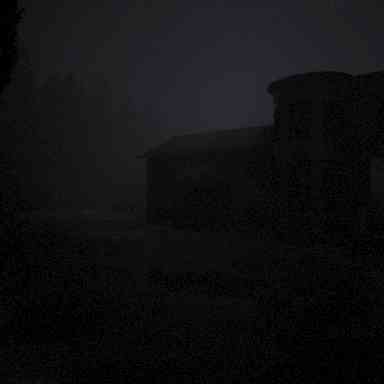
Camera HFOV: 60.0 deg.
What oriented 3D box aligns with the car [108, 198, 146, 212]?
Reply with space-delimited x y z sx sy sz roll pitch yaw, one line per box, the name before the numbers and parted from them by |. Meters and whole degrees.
car | -7.386 1.428 38.578 1.882 1.535 5.008 0 0 36
